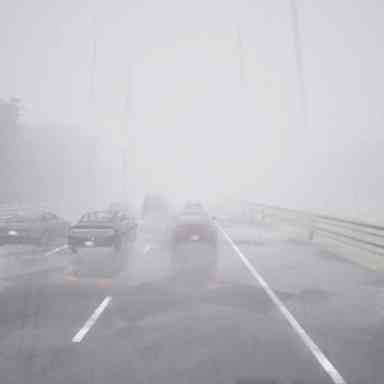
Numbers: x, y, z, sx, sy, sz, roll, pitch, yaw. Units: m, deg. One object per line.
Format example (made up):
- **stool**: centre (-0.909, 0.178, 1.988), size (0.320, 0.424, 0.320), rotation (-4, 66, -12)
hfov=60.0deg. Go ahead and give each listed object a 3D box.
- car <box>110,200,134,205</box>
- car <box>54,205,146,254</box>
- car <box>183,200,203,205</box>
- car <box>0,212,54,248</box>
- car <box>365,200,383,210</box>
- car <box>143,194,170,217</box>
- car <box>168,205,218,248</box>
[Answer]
- **car**: centre (-6.897, 1.515, 32.591), size (1.837, 1.490, 4.892), rotation (0, 0, 0)
- **car**: centre (-3.399, 1.491, 13.444), size (2.128, 1.511, 4.902), rotation (0, 0, 0)
- **car**: centre (0.101, 1.508, 32.474), size (2.128, 1.511, 4.902), rotation (0, 0, 0)
- **car**: centre (-6.900, 1.557, 14.833), size (1.994, 1.385, 4.181), rotation (0, 0, 0)
- **car**: centre (25.539, 1.735, 44.539), size (1.812, 1.442, 4.674), rotation (0, 0, -22)
- **car**: centre (-3.386, 1.235, 31.784), size (2.150, 2.045, 5.566), rotation (0, 0, 0)
- **car**: centre (0.100, 1.525, 14.612), size (1.812, 1.442, 4.674), rotation (0, 0, 0)
